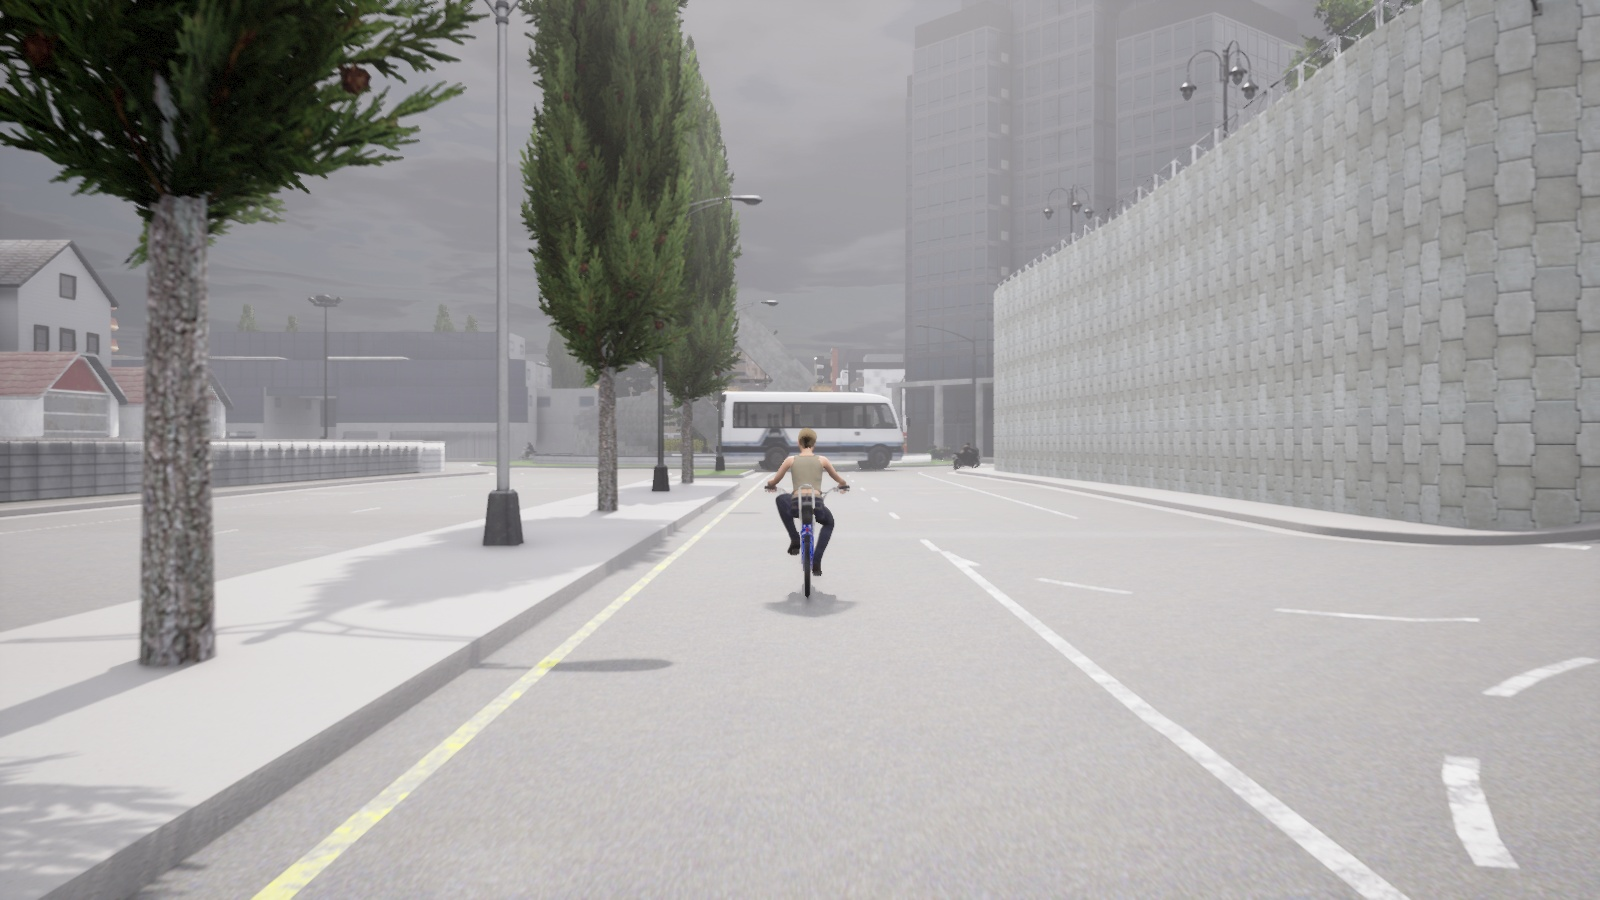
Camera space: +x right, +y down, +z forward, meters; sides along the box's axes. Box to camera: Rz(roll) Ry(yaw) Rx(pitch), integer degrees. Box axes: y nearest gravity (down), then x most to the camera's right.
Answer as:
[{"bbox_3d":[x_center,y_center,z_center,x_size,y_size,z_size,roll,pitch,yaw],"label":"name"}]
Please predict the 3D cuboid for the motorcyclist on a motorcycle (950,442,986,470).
[{"bbox_3d":[9.300,0.334,69.496,2.044,1.523,0.797,0,0,-37],"label":"motorcyclist on a motorcycle"}]

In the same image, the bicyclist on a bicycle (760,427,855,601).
[{"bbox_3d":[0.077,0.589,12.377,0.866,1.612,1.509,0,0,1],"label":"bicyclist on a bicycle"}]

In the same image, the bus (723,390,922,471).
[{"bbox_3d":[1.146,-1.027,68.895,10.273,4.253,3.944,0,1,-11],"label":"bus"}]
